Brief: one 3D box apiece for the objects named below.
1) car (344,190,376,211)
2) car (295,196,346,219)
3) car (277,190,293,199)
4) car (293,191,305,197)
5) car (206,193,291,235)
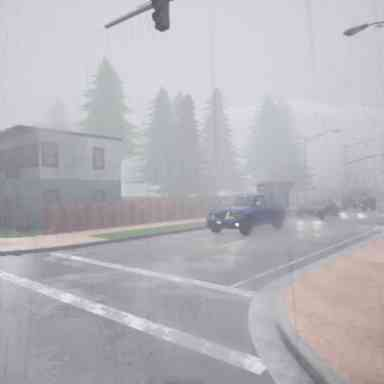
[{"bbox_3d":[17.140,0.802,34.127,2.150,2.045,5.566,-1,0,42],"label":"car"},{"bbox_3d":[10.030,1.276,26.132,2.033,1.411,5.357,-1,0,41],"label":"car"},{"bbox_3d":[20.916,0.563,74.623,1.905,1.878,3.866,-1,0,40],"label":"car"},{"bbox_3d":[23.089,0.526,73.300,1.932,1.855,4.605,-1,0,40],"label":"car"},{"bbox_3d":[3.122,1.096,18.308,2.150,2.045,5.566,-1,0,41],"label":"car"}]
